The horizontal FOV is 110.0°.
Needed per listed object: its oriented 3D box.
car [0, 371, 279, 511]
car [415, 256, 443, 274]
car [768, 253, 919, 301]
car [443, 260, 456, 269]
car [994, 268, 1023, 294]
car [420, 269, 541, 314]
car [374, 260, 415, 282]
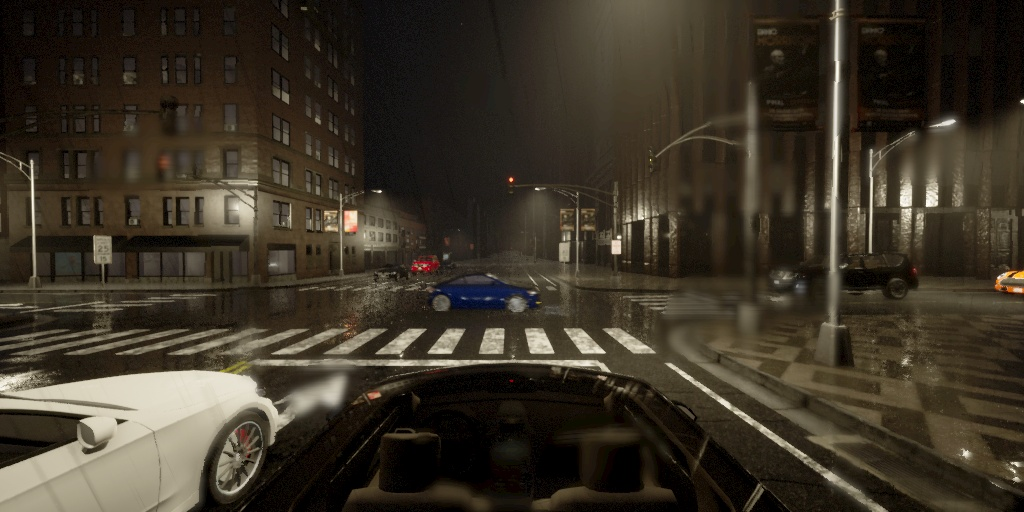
[{"bbox_3d":[-3.159,1.276,1.425,1.812,1.442,4.674,0,0,2],"label":"car"},{"bbox_3d":[-9.724,0.974,40.629,2.150,2.045,5.566,0,0,0],"label":"car"},{"bbox_3d":[14.868,0.868,16.250,5.566,2.045,2.150,0,1,1],"label":"car"},{"bbox_3d":[-9.664,1.300,53.954,2.033,1.411,5.357,0,0,1],"label":"car"},{"bbox_3d":[25.181,0.959,16.259,4.553,1.767,2.097,0,1,0],"label":"car"},{"bbox_3d":[-1.020,1.312,13.386,4.181,1.385,1.994,0,0,3],"label":"car"},{"bbox_3d":[-9.761,1.278,29.577,1.812,1.442,4.674,0,0,1],"label":"car"}]
